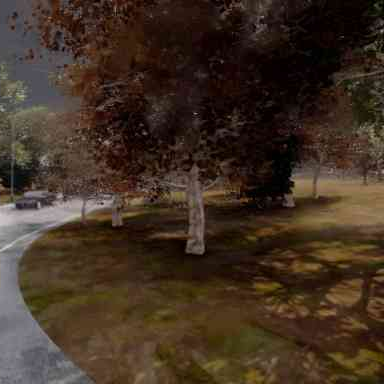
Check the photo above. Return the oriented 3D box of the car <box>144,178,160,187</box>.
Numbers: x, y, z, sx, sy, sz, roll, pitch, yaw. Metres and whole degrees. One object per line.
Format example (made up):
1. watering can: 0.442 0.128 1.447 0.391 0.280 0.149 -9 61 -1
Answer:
1. car: -7.730 -1.803 64.741 2.128 1.511 4.902 0 4 3

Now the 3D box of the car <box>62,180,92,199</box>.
1. car: -13.533 -0.352 39.881 2.150 2.045 5.566 0 4 3

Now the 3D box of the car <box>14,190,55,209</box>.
1. car: -13.865 0.620 29.651 1.837 1.490 4.892 0 4 0

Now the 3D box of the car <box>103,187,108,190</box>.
1. car: -12.475 -1.026 51.660 2.097 1.767 4.553 0 4 6

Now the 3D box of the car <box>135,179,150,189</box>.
1. car: -8.658 -1.362 54.316 2.150 2.045 5.566 0 4 5
